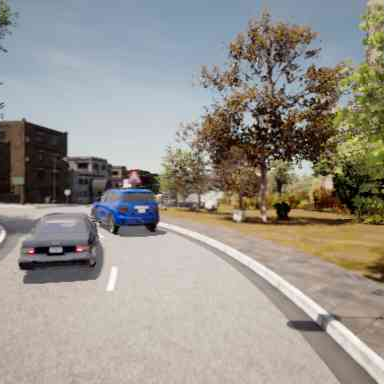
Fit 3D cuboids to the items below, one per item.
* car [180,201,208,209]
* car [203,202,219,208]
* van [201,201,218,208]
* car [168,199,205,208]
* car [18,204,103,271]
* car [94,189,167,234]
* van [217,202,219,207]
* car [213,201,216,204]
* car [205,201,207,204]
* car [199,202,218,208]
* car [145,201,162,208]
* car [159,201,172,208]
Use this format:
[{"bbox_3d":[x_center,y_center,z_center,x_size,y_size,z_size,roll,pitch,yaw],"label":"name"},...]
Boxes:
[{"bbox_3d":[0.407,2.394,61.547,4.792,1.488,2.163,1,-3,9],"label":"car"},{"bbox_3d":[5.400,3.640,94.209,4.553,1.767,2.185,1,-2,9],"label":"car"},{"bbox_3d":[4.841,3.446,91.515,4.442,1.987,1.878,1,-2,9],"label":"van"},{"bbox_3d":[-0.874,1.936,53.400,4.892,1.521,2.231,1,-3,9],"label":"car"},{"bbox_3d":[-3.897,1.350,10.273,2.033,1.411,5.357,0,1,-16],"label":"car"},{"bbox_3d":[-3.552,0.869,17.111,2.150,2.045,5.566,0,1,-29],"label":"car"},{"bbox_3d":[3.823,3.136,83.311,4.442,1.987,1.878,1,-2,9],"label":"van"},{"bbox_3d":[2.458,3.052,75.156,4.674,1.452,2.002,1,-2,9],"label":"car"},{"bbox_3d":[-0.457,2.080,56.120,5.008,1.535,2.097,1,-3,9],"label":"car"},{"bbox_3d":[4.530,3.574,88.766,4.892,1.521,2.231,1,-2,9],"label":"car"},{"bbox_3d":[-7.719,2.532,66.748,2.033,1.411,5.357,1,-3,9],"label":"car"},{"bbox_3d":[-6.139,2.888,77.077,1.812,1.442,4.674,1,-2,9],"label":"car"}]
